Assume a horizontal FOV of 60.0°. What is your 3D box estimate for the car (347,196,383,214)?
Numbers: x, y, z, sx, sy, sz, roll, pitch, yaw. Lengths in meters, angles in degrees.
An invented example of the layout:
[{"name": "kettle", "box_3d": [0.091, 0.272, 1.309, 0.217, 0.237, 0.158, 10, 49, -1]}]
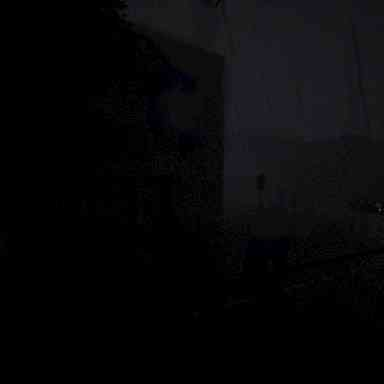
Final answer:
[{"name": "car", "box_3d": [18.016, 1.224, 33.698, 2.097, 1.767, 4.553, 1, 0, -16]}]
